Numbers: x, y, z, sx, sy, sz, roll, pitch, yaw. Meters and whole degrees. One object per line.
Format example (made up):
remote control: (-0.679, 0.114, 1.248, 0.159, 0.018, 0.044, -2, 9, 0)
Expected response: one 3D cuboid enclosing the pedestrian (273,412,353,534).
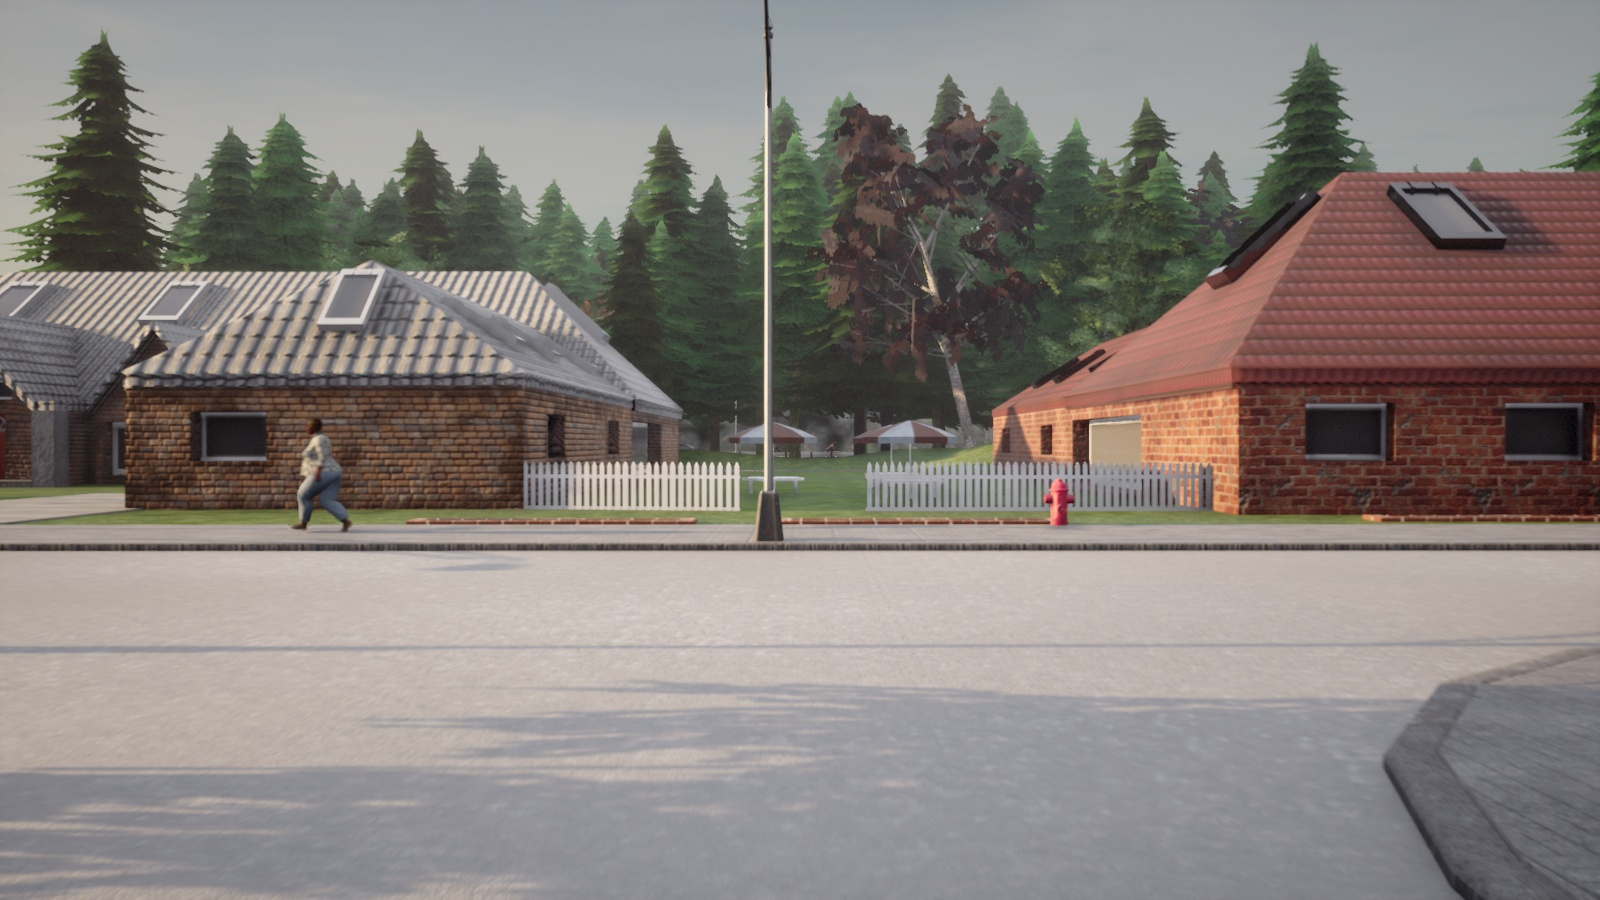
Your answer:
pedestrian: (-7.520, 0.343, 19.433, 0.900, 1.855, 0.874, 0, 0, 0)
